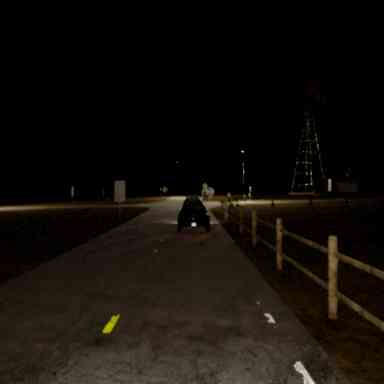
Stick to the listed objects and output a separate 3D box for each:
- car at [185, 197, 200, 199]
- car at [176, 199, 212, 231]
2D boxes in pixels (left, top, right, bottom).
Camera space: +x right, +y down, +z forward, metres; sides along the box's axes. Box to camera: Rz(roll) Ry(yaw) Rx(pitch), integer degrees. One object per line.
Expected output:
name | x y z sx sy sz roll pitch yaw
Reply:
car | 0.060 1.214 31.926 1.882 1.535 5.008 0 1 0
car | 0.103 1.418 19.895 1.837 1.490 4.892 0 1 0
